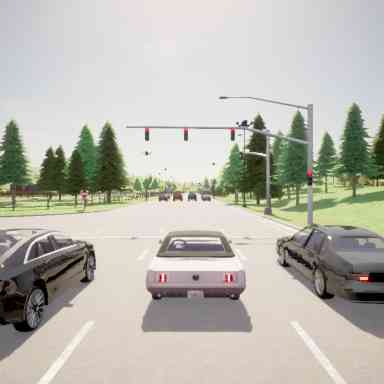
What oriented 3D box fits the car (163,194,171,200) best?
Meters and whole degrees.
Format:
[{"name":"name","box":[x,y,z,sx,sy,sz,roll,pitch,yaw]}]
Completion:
[{"name":"car","box":[-6.934,1.332,91.039,1.837,1.490,4.892,0,0,0]}]

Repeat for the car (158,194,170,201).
[{"name":"car","box":[-6.942,1.347,81.006,2.097,1.767,4.553,0,0,0]}]

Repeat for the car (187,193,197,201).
[{"name":"car","box":[0.058,1.217,80.644,2.150,2.045,5.566,0,0,0]}]

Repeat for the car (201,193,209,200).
[{"name":"car","box":[3.566,1.187,91.002,2.097,1.767,4.553,0,0,0]}]

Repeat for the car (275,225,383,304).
[{"name":"car","box":[3.586,1.547,8.369,2.033,1.411,5.357,0,0,0]}]

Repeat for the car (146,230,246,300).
[{"name":"car","box":[0.085,1.601,8.343,1.895,1.301,4.718,0,0,0]}]

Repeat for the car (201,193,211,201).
[{"name":"car","box":[3.558,1.517,80.612,2.128,1.511,4.902,0,0,0]}]

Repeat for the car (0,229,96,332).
[{"name":"car","box":[-3.425,1.492,6.805,2.128,1.511,4.902,0,0,0]}]

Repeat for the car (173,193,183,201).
[{"name":"car","box":[-3.442,1.217,80.647,2.150,2.045,5.566,0,0,0]}]

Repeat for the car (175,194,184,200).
[{"name":"car","box":[-3.434,1.357,91.037,2.128,1.511,4.902,0,0,0]}]
